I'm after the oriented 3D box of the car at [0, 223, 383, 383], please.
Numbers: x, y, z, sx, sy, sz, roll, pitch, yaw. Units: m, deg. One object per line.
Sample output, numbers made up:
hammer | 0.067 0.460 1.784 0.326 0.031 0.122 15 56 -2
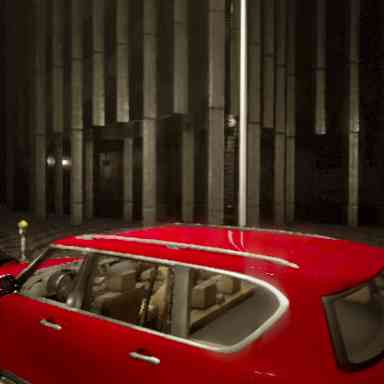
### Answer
car | -0.529 1.272 3.439 5.009 1.841 2.192 1 1 35
